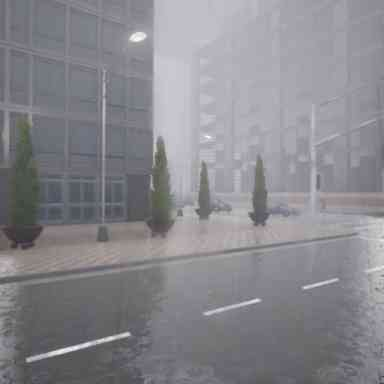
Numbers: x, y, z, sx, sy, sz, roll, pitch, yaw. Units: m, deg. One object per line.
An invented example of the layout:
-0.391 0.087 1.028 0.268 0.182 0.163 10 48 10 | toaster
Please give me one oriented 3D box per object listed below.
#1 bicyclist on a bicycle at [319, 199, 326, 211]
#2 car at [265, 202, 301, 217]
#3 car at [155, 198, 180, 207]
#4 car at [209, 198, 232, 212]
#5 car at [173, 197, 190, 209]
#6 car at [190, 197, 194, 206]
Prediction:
17.248 1.679 43.894 1.656 1.620 0.582 0 0 -36 | bicyclist on a bicycle
9.093 1.807 34.774 1.812 1.442 4.674 1 0 -36 | car
-4.419 1.801 59.462 2.128 1.511 4.902 1 0 -36 | car
3.104 1.633 42.961 2.097 1.767 4.553 1 0 -36 | car
-2.961 1.772 51.293 2.128 1.511 4.902 1 0 -36 | car
-1.593 1.690 61.528 2.097 1.767 4.553 1 0 -36 | car
